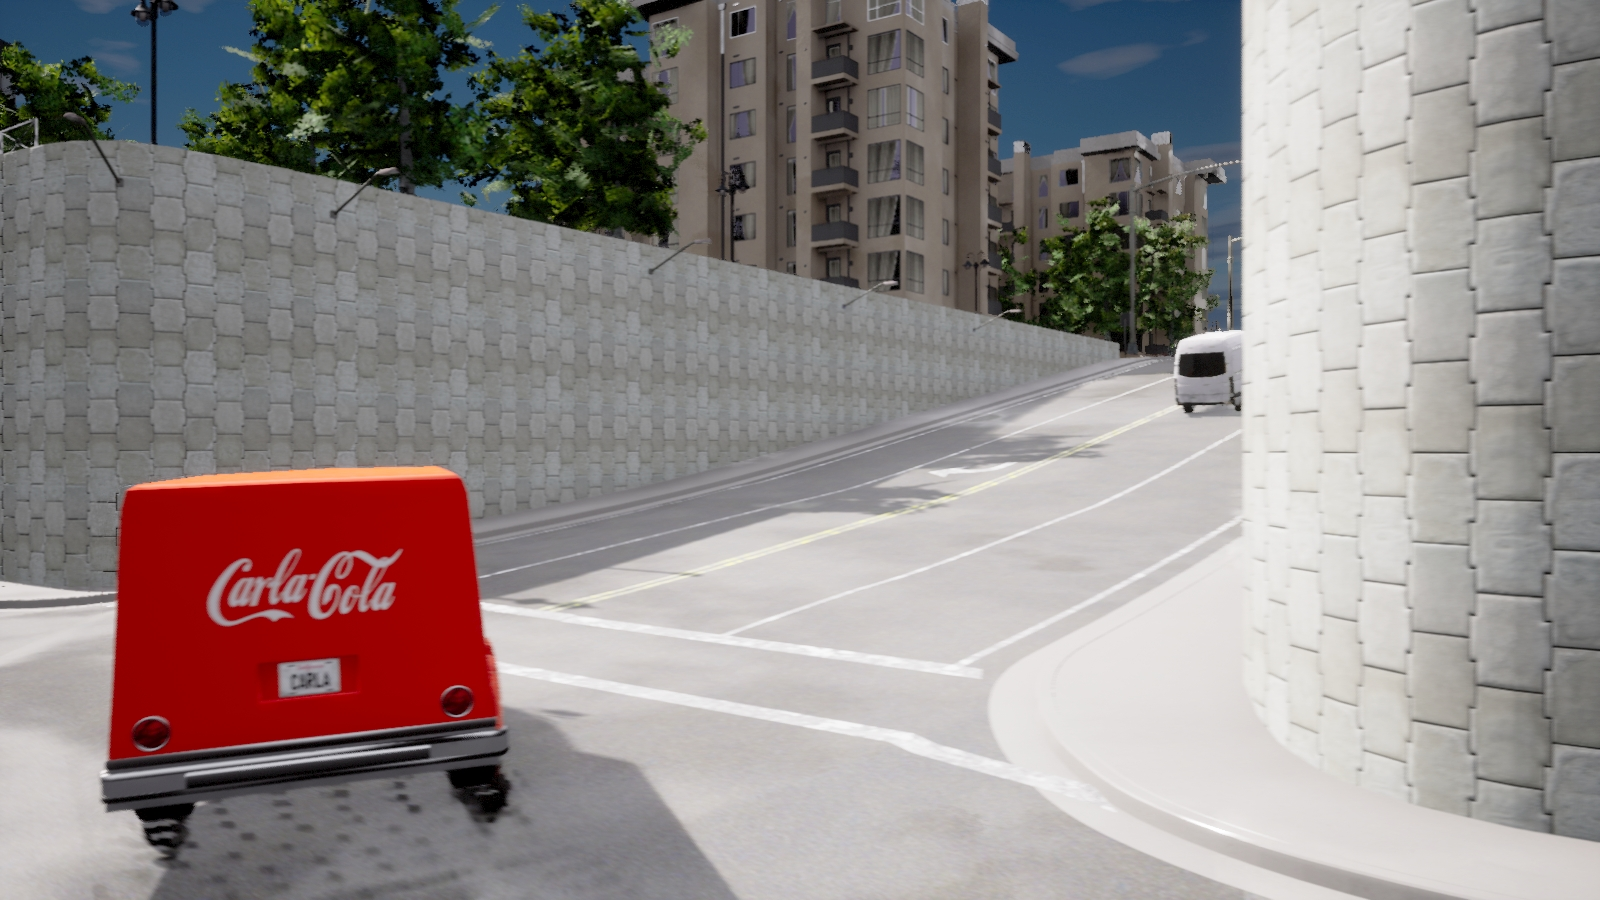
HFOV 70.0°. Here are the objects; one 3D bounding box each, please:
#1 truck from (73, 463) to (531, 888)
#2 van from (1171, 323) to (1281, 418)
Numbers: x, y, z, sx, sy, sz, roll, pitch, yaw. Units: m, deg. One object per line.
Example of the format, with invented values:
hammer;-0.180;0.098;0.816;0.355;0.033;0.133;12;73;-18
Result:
truck;-4.005;1.399;9.797;2.627;2.467;5.204;-2;0;-20
van;14.923;-2.837;39.762;1.988;2.561;5.915;0;10;36
